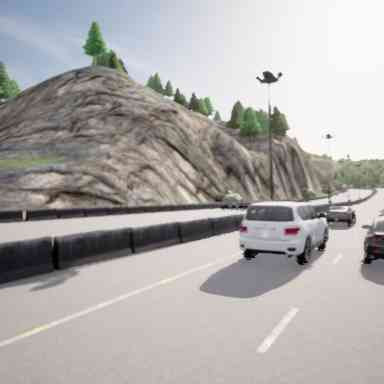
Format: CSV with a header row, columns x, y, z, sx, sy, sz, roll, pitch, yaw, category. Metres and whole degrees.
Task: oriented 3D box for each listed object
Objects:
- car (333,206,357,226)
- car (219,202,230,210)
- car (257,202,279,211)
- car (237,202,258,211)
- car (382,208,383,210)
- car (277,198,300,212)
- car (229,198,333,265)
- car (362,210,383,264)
x,y,z,sx,sy,sz,roll,pitch,yaw,category
11.852,1.842,26.481,2.128,1.511,4.902,-1,-1,31,car
6.624,2.505,59.012,1.895,1.301,4.718,-1,-1,31,car
12.708,2.373,55.574,2.033,1.411,5.357,-1,-1,31,car
9.662,2.466,57.291,1.895,1.301,4.718,-1,-1,31,car
15.264,1.845,25.355,1.812,1.442,4.674,-1,-1,31,car
15.718,2.007,53.812,2.150,2.045,5.566,-1,-1,31,car
3.660,1.376,12.689,2.150,2.045,5.566,-1,-1,31,car
7.236,1.632,11.828,1.837,1.490,4.892,-1,-1,31,car
